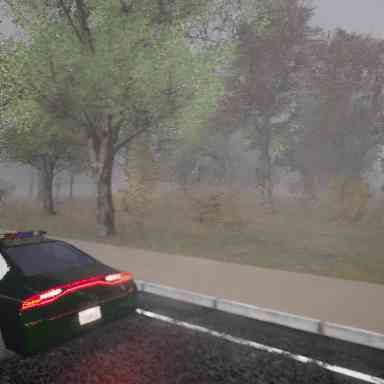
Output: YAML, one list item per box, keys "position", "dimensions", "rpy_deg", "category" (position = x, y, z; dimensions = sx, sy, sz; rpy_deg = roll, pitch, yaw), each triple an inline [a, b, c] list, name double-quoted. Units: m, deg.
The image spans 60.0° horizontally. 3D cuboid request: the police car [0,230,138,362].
- position: [-3.340, 1.498, 5.964]
  dimensions: [4.974, 1.542, 2.038]
  rpy_deg: [0, 0, 36]
  category: "police car"
